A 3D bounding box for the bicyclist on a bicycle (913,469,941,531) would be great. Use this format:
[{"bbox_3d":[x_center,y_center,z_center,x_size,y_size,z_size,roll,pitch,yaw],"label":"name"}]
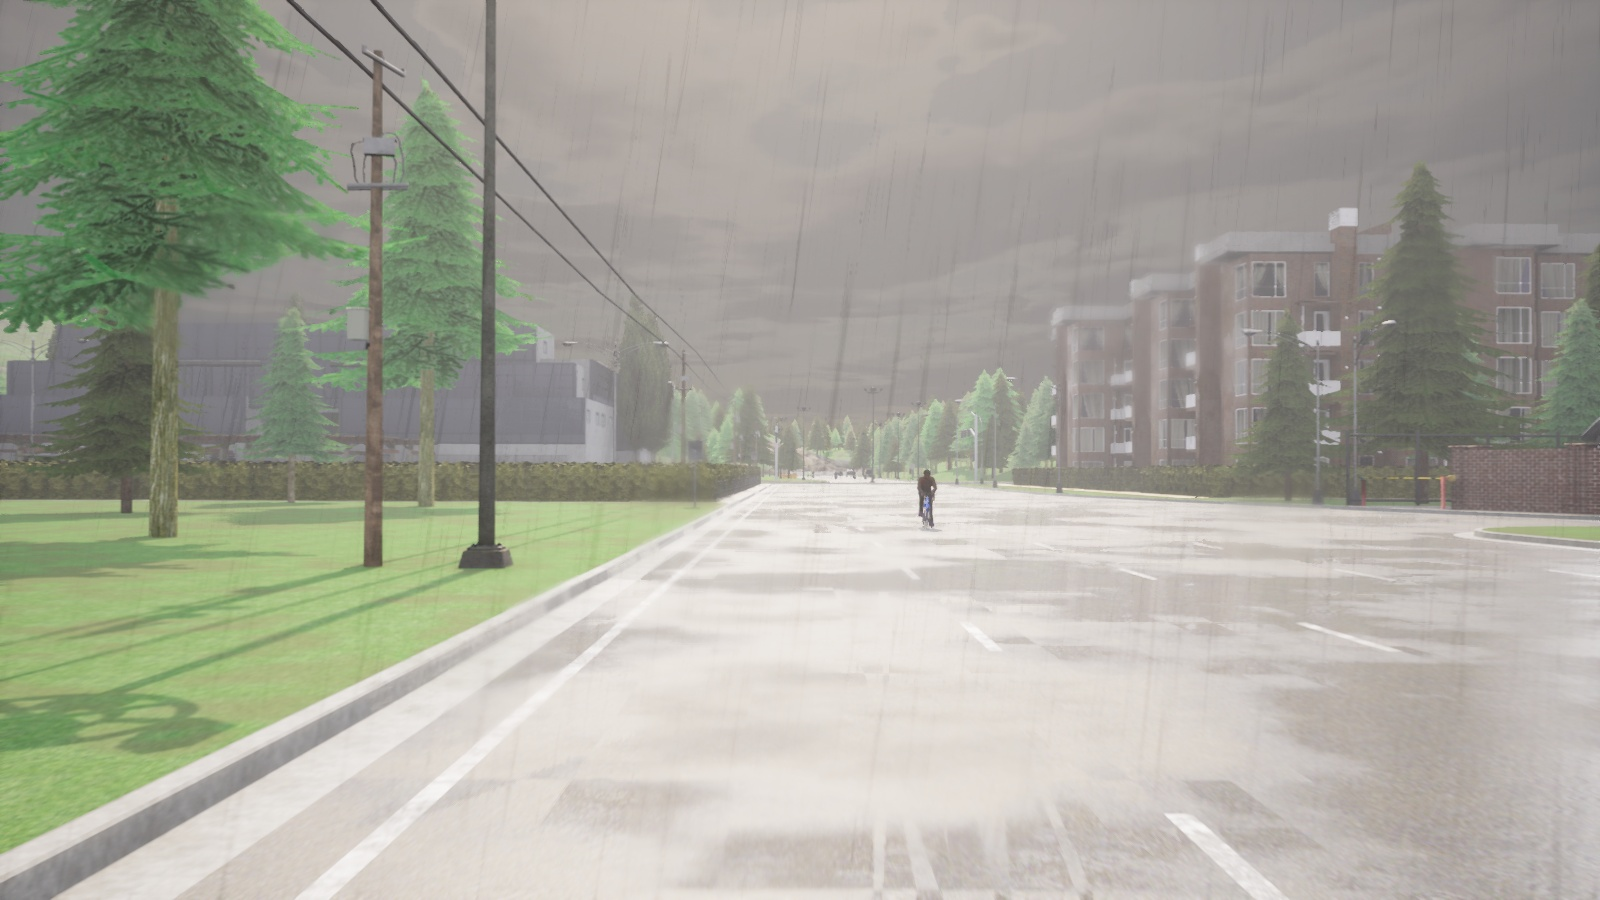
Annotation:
[{"bbox_3d":[3.419,1.320,33.821,0.582,1.620,1.656,0,-1,0],"label":"bicyclist on a bicycle"}]
